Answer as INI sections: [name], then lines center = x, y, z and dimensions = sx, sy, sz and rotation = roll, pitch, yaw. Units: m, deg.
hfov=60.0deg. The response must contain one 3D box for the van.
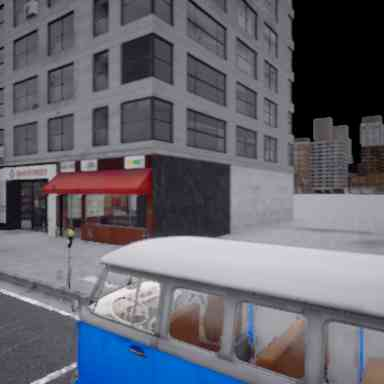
[van]
center = 0.778, 1.341, 2.522
dimensions = 3.998, 1.788, 1.690
rotation = 0, 0, 35
